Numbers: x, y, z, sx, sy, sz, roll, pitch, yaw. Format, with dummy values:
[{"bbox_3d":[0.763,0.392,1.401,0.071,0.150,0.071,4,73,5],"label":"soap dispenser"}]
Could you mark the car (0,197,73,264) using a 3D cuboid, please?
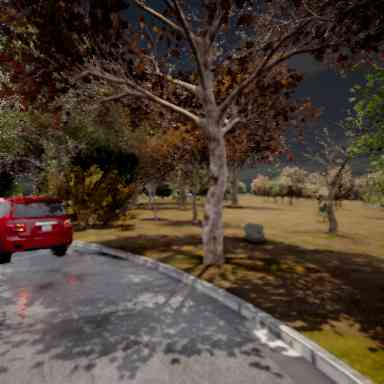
[{"bbox_3d":[-6.461,1.226,12.193,5.566,2.045,2.150,0,0,43],"label":"car"}]
